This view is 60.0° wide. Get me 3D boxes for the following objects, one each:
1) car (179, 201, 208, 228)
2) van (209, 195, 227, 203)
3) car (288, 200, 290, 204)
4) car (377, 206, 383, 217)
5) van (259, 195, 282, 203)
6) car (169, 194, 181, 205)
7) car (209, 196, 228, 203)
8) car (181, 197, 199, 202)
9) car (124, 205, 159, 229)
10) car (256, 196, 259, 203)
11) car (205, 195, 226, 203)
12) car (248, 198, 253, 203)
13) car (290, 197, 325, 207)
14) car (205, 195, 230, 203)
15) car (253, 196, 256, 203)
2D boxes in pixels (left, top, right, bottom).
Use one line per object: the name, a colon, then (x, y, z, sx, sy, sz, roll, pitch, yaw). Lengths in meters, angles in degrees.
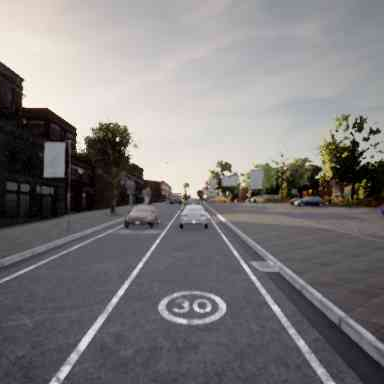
car: (0.126, 1.619, 22.954, 1.812, 1.442, 4.674, 0, 0, 0)
van: (6.452, 1.814, 83.917, 4.442, 1.987, 1.878, 0, -2, 0)
car: (18.758, 1.713, 56.600, 4.674, 1.452, 2.002, 0, 0, 0)
car: (18.742, 1.609, 29.094, 4.674, 1.452, 2.002, 0, 0, 0)
van: (18.531, 1.668, 77.397, 4.442, 1.987, 1.878, 0, -1, 0)
car: (-3.182, 1.478, 64.931, 2.150, 2.045, 5.566, 0, 0, 0)
car: (6.388, 1.839, 80.878, 4.553, 1.767, 2.185, 0, -1, 0)
car: (0.151, 1.517, 40.255, 2.097, 1.767, 4.553, 0, 0, 0)
car: (-3.320, 1.618, 22.590, 1.812, 1.442, 4.674, 0, 0, 0)
car: (18.815, 1.950, 80.187, 5.366, 1.575, 1.946, 0, -1, 0)
car: (6.316, 1.963, 90.107, 5.566, 2.045, 2.435, 0, -2, -1)
car: (18.545, 1.917, 88.568, 5.566, 2.045, 2.435, 0, -2, -1)
car: (18.825, 1.534, 53.430, 4.553, 1.767, 2.185, 0, 0, 0)
car: (6.191, 1.900, 77.957, 5.366, 1.575, 1.946, 0, -1, 0)
car: (18.797, 2.012, 82.848, 5.366, 1.575, 1.946, 0, -2, 0)
